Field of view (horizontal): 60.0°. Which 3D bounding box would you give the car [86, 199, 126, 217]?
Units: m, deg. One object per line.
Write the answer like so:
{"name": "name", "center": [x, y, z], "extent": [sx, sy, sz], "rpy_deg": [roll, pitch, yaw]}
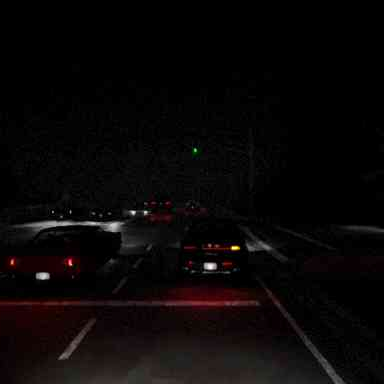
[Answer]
{"name": "car", "center": [-7.104, 1.620, 28.350], "extent": [1.837, 1.490, 4.892], "rpy_deg": [0, 0, 0]}

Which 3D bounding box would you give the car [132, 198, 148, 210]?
{"name": "car", "center": [-7.014, 1.591, 46.413], "extent": [2.097, 1.767, 4.553], "rpy_deg": [0, 0, 0]}

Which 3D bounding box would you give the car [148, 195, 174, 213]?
{"name": "car", "center": [-3.411, 1.379, 38.816], "extent": [2.150, 2.045, 5.566], "rpy_deg": [0, 0, 0]}

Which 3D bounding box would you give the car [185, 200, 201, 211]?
{"name": "car", "center": [0.099, 1.700, 43.172], "extent": [1.812, 1.442, 4.674], "rpy_deg": [0, 0, 1]}

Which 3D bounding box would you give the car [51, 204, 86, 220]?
{"name": "car", "center": [-10.604, 1.719, 29.229], "extent": [1.895, 1.301, 4.718], "rpy_deg": [0, 0, 0]}

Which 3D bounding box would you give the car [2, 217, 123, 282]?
{"name": "car", "center": [-3.408, 1.641, 9.833], "extent": [1.895, 1.301, 4.718], "rpy_deg": [0, 0, 0]}

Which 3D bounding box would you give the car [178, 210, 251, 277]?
{"name": "car", "center": [0.769, 1.549, 10.515], "extent": [1.837, 1.490, 4.892], "rpy_deg": [0, 0, 8]}
